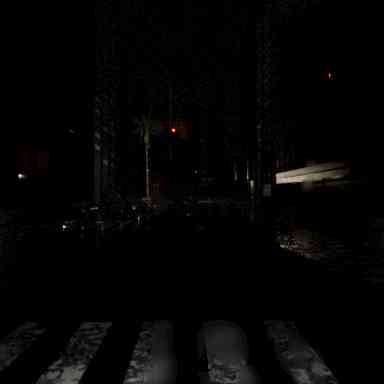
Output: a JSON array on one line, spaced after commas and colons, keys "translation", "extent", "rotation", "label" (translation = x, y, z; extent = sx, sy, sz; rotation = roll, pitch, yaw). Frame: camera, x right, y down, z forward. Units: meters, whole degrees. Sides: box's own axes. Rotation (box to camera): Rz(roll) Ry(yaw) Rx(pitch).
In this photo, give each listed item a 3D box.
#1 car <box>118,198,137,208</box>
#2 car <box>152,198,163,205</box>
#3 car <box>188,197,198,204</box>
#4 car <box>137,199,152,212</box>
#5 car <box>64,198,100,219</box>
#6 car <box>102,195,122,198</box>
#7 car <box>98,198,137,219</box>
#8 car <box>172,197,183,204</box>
[{"translation": [-9.758, 1.702, 50.645], "extent": [1.994, 1.385, 4.181], "rotation": [0, 0, 0], "label": "car"}, {"translation": [-6.421, 1.787, 61.678], "extent": [1.895, 1.301, 4.718], "rotation": [0, 0, 0], "label": "car"}, {"translation": [0.210, 1.787, 69.897], "extent": [1.994, 1.385, 4.181], "rotation": [0, 0, 0], "label": "car"}, {"translation": [-6.539, 1.588, 40.006], "extent": [2.128, 1.511, 4.902], "rotation": [0, 0, 0], "label": "car"}, {"translation": [-9.802, 1.542, 29.928], "extent": [1.882, 1.535, 5.008], "rotation": [0, 0, 0], "label": "car"}, {"translation": [-9.789, 1.320, 40.195], "extent": [2.150, 2.045, 5.566], "rotation": [0, 0, 0], "label": "car"}, {"translation": [-6.556, 1.541, 29.665], "extent": [1.882, 1.535, 5.008], "rotation": [0, 0, 0], "label": "car"}, {"translation": [-3.040, 1.787, 69.877], "extent": [1.994, 1.385, 4.181], "rotation": [0, 0, 0], "label": "car"}]
